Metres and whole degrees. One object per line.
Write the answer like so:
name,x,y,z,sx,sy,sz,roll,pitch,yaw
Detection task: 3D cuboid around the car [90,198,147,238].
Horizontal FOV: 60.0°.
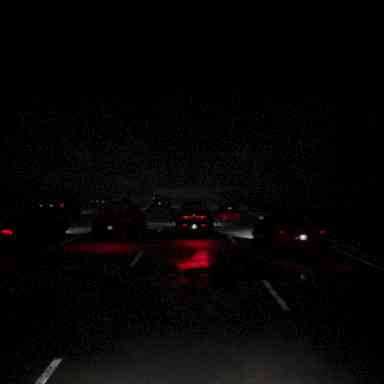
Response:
car,-3.401,1.282,16.258,1.882,1.535,5.008,0,1,0

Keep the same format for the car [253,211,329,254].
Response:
car,3.601,1.410,12.777,1.994,1.385,4.181,0,1,0

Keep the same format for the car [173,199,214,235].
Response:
car,0.099,1.294,17.294,1.837,1.490,4.892,0,0,0

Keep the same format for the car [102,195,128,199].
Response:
car,-6.949,1.137,32.389,1.812,1.442,4.674,0,1,1

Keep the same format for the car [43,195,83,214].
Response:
car,-10.500,1.027,26.962,2.097,1.767,4.553,0,1,0

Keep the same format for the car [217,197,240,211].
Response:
car,3.560,1.200,33.403,1.895,1.301,4.718,0,1,0

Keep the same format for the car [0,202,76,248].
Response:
car,-6.900,1.381,13.817,2.033,1.411,5.357,0,1,1

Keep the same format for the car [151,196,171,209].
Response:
car,-3.423,1.120,37.047,1.994,1.385,4.181,0,1,0

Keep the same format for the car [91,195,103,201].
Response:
car,-10.477,1.075,39.444,2.033,1.411,5.357,0,1,0
